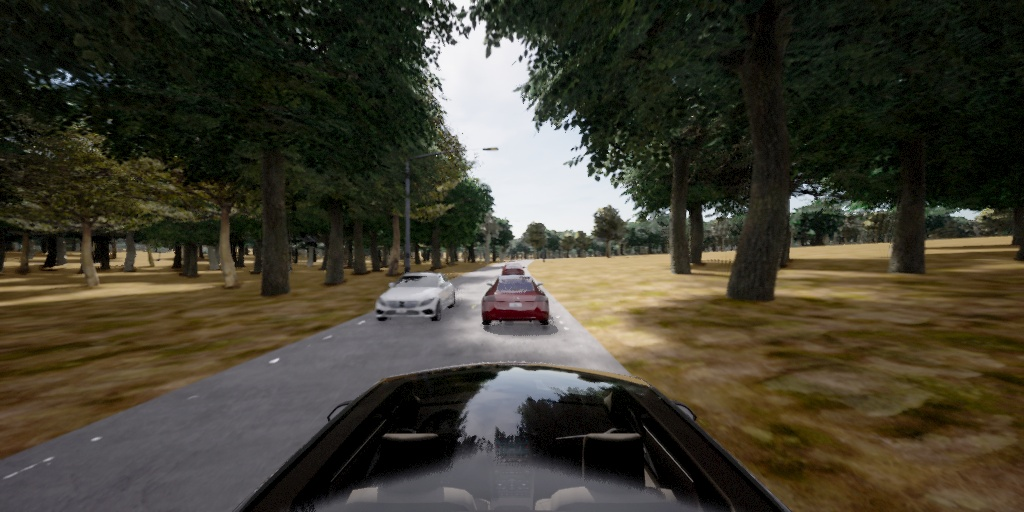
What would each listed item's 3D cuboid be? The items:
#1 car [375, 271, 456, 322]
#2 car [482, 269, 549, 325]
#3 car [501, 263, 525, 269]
[{"bbox_3d":[-3.092,1.274,12.376,1.812,1.442,4.674,0,0,0],"label":"car"},{"bbox_3d":[0.100,1.312,11.850,1.994,1.385,4.181,0,0,0],"label":"car"},{"bbox_3d":[0.104,1.261,29.263,1.812,1.442,4.674,0,0,0],"label":"car"}]
